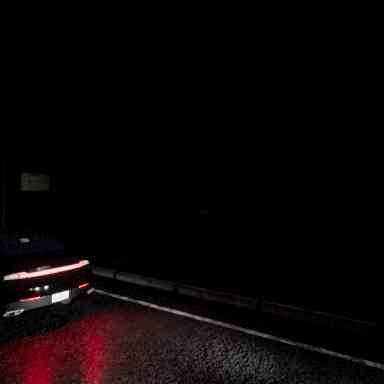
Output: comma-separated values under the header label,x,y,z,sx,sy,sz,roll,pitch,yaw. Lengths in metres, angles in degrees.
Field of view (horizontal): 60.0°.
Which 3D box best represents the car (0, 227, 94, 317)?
label,x,y,z,sx,sy,sz,roll,pitch,yaw
car,-4.082,1.492,6.887,4.902,1.511,2.128,0,0,37
